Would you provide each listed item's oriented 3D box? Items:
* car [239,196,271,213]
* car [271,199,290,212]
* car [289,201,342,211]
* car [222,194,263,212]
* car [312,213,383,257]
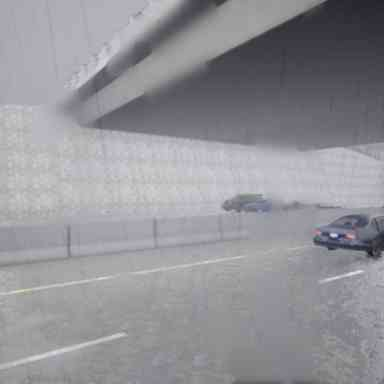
[{"bbox_3d":[7.711,1.484,35.282,5.008,1.535,1.882,0,0,-35],"label":"car"},{"bbox_3d":[10.171,1.571,32.738,4.181,1.385,1.994,0,0,-35],"label":"car"},{"bbox_3d":[10.987,1.607,29.022,4.718,1.301,1.895,0,0,-35],"label":"car"},{"bbox_3d":[6.069,1.229,38.410,5.566,2.045,2.150,0,0,-35],"label":"car"},{"bbox_3d":[6.971,1.551,13.015,5.357,1.411,2.033,0,0,-35],"label":"car"}]
